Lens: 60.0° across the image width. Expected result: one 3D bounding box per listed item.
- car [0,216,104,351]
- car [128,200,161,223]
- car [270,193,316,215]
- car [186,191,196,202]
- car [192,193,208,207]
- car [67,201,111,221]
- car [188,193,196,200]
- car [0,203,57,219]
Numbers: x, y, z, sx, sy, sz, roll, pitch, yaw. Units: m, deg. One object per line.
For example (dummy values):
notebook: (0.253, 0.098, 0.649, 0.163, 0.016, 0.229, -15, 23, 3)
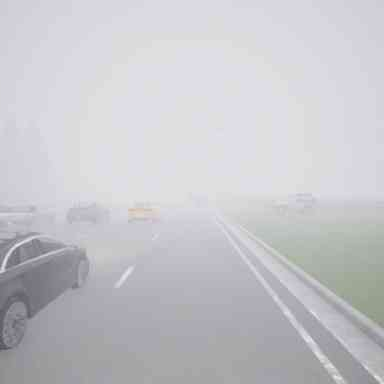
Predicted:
car: (-3.399, 1.459, 6.111, 2.128, 1.511, 4.902, 0, 0, 0)
car: (-3.397, 1.350, 24.240, 1.882, 1.535, 5.008, 0, 0, 0)
car: (8.924, 1.060, 29.216, 3.866, 1.878, 1.905, 0, 0, 0)
car: (0.006, 0.891, 64.827, 2.150, 2.045, 5.566, 0, 0, 0)
car: (1.228, 1.268, 45.214, 1.837, 1.490, 4.892, 0, 0, 0)
car: (-6.898, 1.373, 22.588, 2.128, 1.511, 4.902, 0, 0, 0)
car: (0.007, 1.037, 80.148, 1.837, 1.490, 4.892, 0, 0, 0)
car: (-10.396, 1.489, 21.206, 1.895, 1.301, 4.718, 0, 0, 0)
